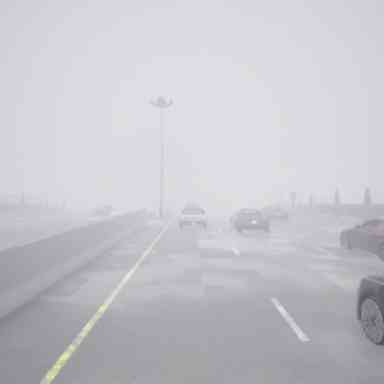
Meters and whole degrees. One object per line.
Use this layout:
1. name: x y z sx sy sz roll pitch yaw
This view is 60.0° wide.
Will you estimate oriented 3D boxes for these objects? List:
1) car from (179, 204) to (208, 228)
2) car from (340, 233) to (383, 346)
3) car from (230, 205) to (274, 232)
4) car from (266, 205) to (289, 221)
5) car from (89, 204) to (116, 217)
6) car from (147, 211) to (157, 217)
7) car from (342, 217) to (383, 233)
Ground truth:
1. car: 0.085 1.781 23.870 1.895 1.301 4.718 0 0 0
2. car: 3.601 1.519 3.518 2.128 1.511 4.902 0 0 0
3. car: 3.588 1.724 21.195 1.994 1.385 4.181 0 0 0
4. car: 7.082 1.813 29.419 1.994 1.385 4.181 0 -1 0
5. car: -10.575 2.269 40.603 1.837 1.490 4.892 0 -5 0
6. car: -7.029 3.835 55.272 1.895 1.301 4.718 0 -7 0
7. car: 7.094 1.616 11.939 1.812 1.442 4.674 0 0 0
